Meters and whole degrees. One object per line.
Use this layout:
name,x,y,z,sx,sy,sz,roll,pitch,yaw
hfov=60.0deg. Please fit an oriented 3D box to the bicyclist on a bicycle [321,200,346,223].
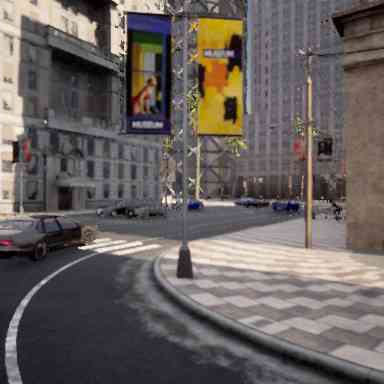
bicyclist on a bicycle,10.131,1.392,23.846,1.656,1.620,0.582,0,0,34

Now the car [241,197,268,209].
car,9.490,1.725,48.507,1.895,1.301,4.718,0,0,35

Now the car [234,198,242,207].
car,8.512,1.603,53.219,1.882,1.535,5.008,0,0,35

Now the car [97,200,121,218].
car,-6.733,1.502,30.962,2.128,1.511,4.902,0,0,34

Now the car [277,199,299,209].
car,14.158,1.713,48.905,1.994,1.385,4.181,0,0,35

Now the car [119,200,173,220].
car,-3.914,1.587,28.884,1.994,1.385,4.181,0,0,34

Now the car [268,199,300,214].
car,10.709,1.592,37.612,1.882,1.535,5.008,0,0,34

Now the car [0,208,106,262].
car,-5.449,1.537,12.211,2.033,1.411,5.357,0,0,13

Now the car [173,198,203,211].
car,-0.537,1.535,40.104,1.882,1.535,5.008,0,0,34
